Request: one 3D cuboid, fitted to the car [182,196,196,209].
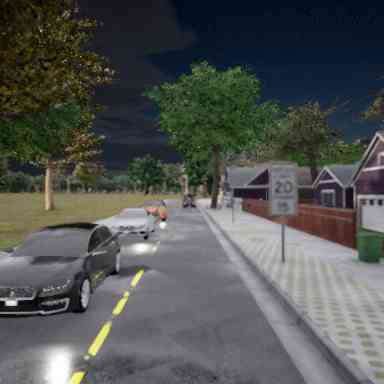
[{"bbox_3d":[-0.361,1.672,47.240,1.895,1.301,4.718,0,0,-1],"label":"car"}]

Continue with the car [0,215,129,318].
[{"bbox_3d":[-2.915,1.533,7.758,1.837,1.490,4.892,0,0,-1],"label":"car"}]

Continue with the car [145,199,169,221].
[{"bbox_3d":[-3.101,1.421,27.638,2.097,1.767,4.553,0,0,0],"label":"car"}]

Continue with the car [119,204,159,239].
[{"bbox_3d":[-3.015,1.575,17.597,1.812,1.442,4.674,0,0,0],"label":"car"}]

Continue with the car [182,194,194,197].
[{"bbox_3d":[-0.553,1.285,57.305,2.150,2.045,5.566,0,0,-1],"label":"car"}]
